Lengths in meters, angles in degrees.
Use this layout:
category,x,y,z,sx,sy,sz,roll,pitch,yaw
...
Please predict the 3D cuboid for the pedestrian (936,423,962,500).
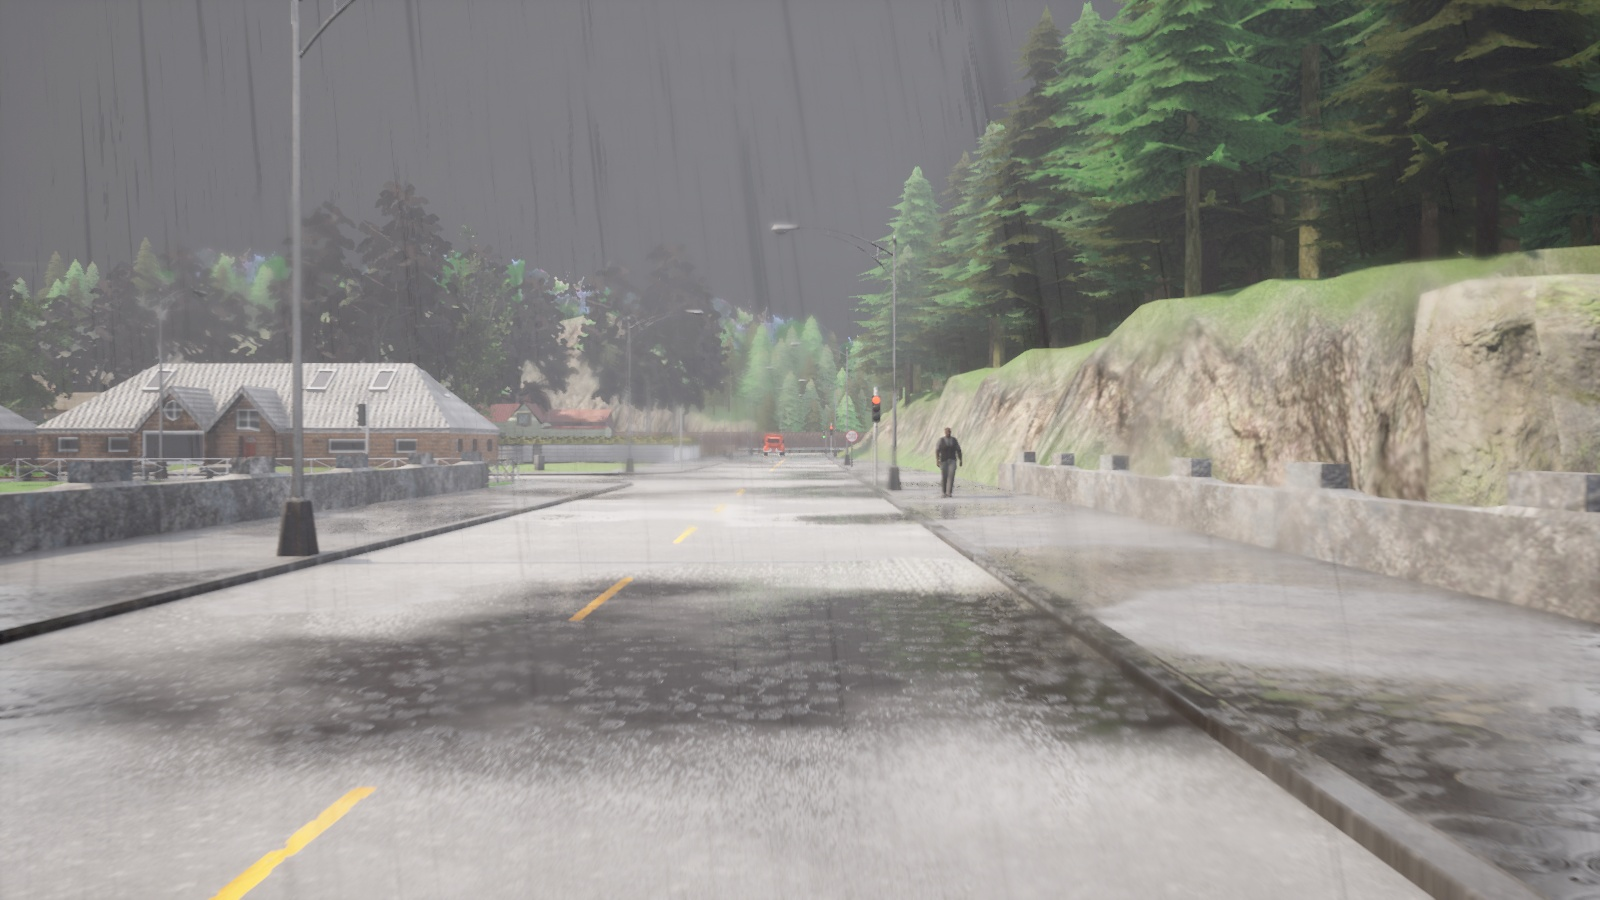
category,x,y,z,sx,sy,sz,roll,pitch,yaw
pedestrian,3.725,0.282,31.465,0.563,1.883,0.849,0,0,0
